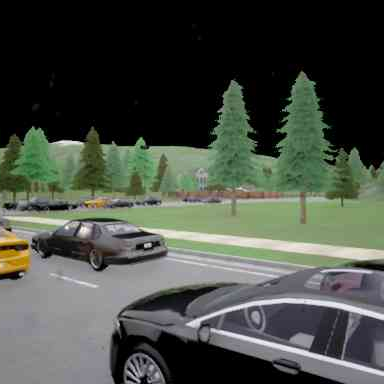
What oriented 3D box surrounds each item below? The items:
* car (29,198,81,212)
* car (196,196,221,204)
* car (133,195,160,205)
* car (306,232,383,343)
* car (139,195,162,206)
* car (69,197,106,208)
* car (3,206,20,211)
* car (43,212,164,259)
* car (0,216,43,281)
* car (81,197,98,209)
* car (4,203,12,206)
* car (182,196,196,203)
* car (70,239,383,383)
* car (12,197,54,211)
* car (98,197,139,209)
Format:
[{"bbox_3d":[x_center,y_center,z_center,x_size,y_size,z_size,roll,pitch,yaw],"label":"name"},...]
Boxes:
[{"bbox_3d":[-15.714,1.647,38.330,1.895,1.301,4.718,0,0,38],"label":"car"},{"bbox_3d":[3.624,1.541,62.588,2.128,1.511,4.902,0,0,39],"label":"car"},{"bbox_3d":[-8.070,1.408,59.174,2.097,1.767,4.553,0,0,39],"label":"car"},{"bbox_3d":[4.215,1.564,5.180,4.181,1.385,1.994,0,0,38],"label":"car"},{"bbox_3d":[-7.132,1.556,54.743,1.837,1.490,4.892,0,0,39],"label":"car"},{"bbox_3d":[-15.549,1.547,49.786,2.128,1.511,4.902,0,0,38],"label":"car"},{"bbox_3d":[-11.288,1.572,17.151,5.357,1.411,2.033,0,0,38],"label":"car"},{"bbox_3d":[-3.228,1.559,10.948,5.357,1.411,2.033,0,0,38],"label":"car"},{"bbox_3d":[-6.221,1.491,8.842,5.008,1.535,1.882,0,0,38],"label":"car"},{"bbox_3d":[-12.975,1.529,47.403,1.882,1.535,5.008,0,0,39],"label":"car"},{"bbox_3d":[-21.349,1.656,42.495,1.895,1.301,4.718,0,0,38],"label":"car"},{"bbox_3d":[0.293,1.587,69.551,2.033,1.411,5.357,0,0,38],"label":"car"},{"bbox_3d":[1.248,1.493,3.059,4.902,1.511,2.128,0,0,38],"label":"car"},{"bbox_3d":[-18.634,1.403,40.286,2.097,1.767,4.553,0,0,38],"label":"car"},{"bbox_3d":[-10.026,1.572,45.461,1.812,1.442,4.674,0,0,39],"label":"car"}]
